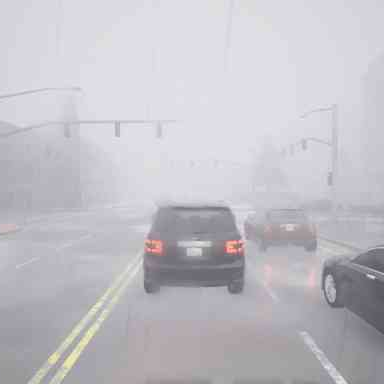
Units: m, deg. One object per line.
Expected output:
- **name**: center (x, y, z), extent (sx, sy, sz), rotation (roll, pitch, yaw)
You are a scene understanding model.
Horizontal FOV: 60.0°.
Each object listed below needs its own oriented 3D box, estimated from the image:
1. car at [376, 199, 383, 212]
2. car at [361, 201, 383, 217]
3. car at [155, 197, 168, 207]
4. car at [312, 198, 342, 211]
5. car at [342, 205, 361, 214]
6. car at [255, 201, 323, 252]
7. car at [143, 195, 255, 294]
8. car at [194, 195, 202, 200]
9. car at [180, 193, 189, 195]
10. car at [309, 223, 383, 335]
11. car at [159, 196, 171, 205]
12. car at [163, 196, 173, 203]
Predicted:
- **car**: center (24.179, 1.547, 37.783), extent (5.357, 1.411, 2.033), rotation (0, 0, -1)
- **car**: center (18.451, 1.525, 30.418), extent (4.674, 1.442, 1.812), rotation (0, 0, -2)
- **car**: center (-4.696, 1.526, 51.903), extent (1.812, 1.442, 4.674), rotation (0, 0, -1)
- **car**: center (14.441, 1.505, 37.522), extent (4.892, 1.490, 1.837), rotation (0, 0, -2)
- **car**: center (18.490, 1.601, 34.129), extent (4.718, 1.301, 1.895), rotation (0, 0, -2)
- **car**: center (3.537, 1.352, 14.123), extent (2.097, 1.767, 4.553), rotation (0, 0, 0)
- **car**: center (0.055, 1.221, 8.945), extent (2.150, 2.045, 5.566), rotation (0, 0, 0)
- **car**: center (1.475, 1.552, 90.326), extent (1.994, 1.385, 4.181), rotation (0, 0, -1)
- **car**: center (-1.783, 1.496, 80.180), extent (1.837, 1.490, 4.892), rotation (0, 0, -1)
- **car**: center (3.607, 1.505, 5.042), extent (1.837, 1.490, 4.892), rotation (0, 0, 0)
- **car**: center (-4.895, 1.477, 61.293), extent (1.882, 1.535, 5.008), rotation (0, 0, -1)
- **car**: center (-5.068, 1.552, 71.174), extent (1.994, 1.385, 4.181), rotation (0, 0, -1)
